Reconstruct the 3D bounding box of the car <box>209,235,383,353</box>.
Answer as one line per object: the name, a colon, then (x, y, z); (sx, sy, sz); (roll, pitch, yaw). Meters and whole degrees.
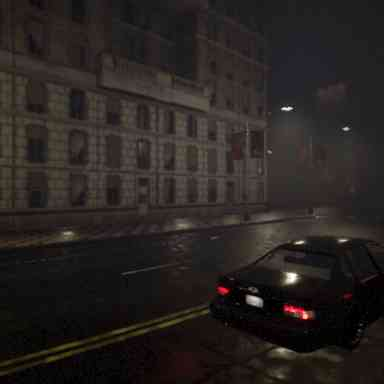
car: (2.708, 1.553, 6.285); (5.357, 1.411, 2.033); (0, 0, -43)
